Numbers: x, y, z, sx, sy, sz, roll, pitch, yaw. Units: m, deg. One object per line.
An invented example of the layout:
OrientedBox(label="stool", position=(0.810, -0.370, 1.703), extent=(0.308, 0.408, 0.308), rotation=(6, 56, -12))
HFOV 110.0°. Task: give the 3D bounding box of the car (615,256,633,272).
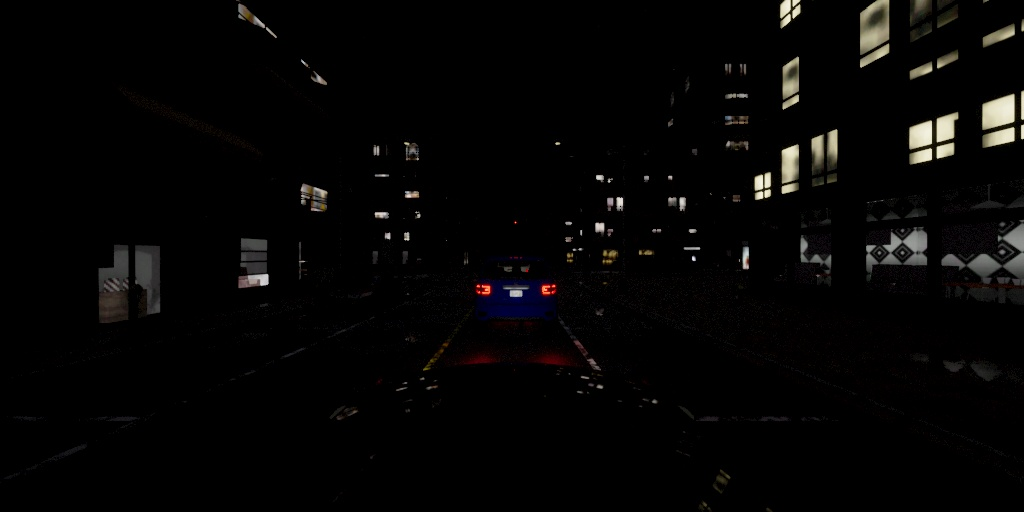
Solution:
OrientedBox(label="car", position=(14.422, 0.983, 40.230), extent=(4.674, 1.442, 1.812), rotation=(-1, 0, -1))

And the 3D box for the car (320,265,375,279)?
OrientedBox(label="car", position=(-16.818, 1.640, 36.784), extent=(4.718, 1.301, 1.895), rotation=(-1, 0, -1))

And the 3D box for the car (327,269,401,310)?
OrientedBox(label="car", position=(-5.739, 1.332, 14.483), extent=(1.802, 1.307, 4.207), rotation=(0, 0, 0))

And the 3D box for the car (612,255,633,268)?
OrientedBox(label="car", position=(14.580, 0.764, 42.840), extent=(5.009, 1.841, 2.192), rotation=(0, 0, 0))

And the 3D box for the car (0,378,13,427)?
OrientedBox(label="car", position=(-5.690, 1.300, 1.566), extent=(2.007, 1.370, 4.403), rotation=(0, 0, 0))

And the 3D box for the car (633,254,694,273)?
OrientedBox(label="car", position=(14.713, 0.778, 34.461), extent=(5.009, 1.841, 2.192), rotation=(0, 0, 0))

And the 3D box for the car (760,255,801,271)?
OrientedBox(label="car", position=(25.807, 0.822, 34.556), extent=(4.313, 1.339, 1.948), rotation=(0, 0, 0))

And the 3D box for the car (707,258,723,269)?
OrientedBox(label="car", position=(25.671, 0.824, 42.936), extent=(4.207, 1.307, 1.802), rotation=(0, 0, 0))

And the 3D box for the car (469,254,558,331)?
OrientedBox(label="car", position=(0.099, 0.971, 11.079), extent=(2.150, 2.045, 5.566), rotation=(0, 0, 0))

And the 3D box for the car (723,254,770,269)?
OrientedBox(label="car", position=(26.978, 0.574, 40.355), extent=(4.553, 1.767, 2.097), rotation=(-1, 0, 0))
